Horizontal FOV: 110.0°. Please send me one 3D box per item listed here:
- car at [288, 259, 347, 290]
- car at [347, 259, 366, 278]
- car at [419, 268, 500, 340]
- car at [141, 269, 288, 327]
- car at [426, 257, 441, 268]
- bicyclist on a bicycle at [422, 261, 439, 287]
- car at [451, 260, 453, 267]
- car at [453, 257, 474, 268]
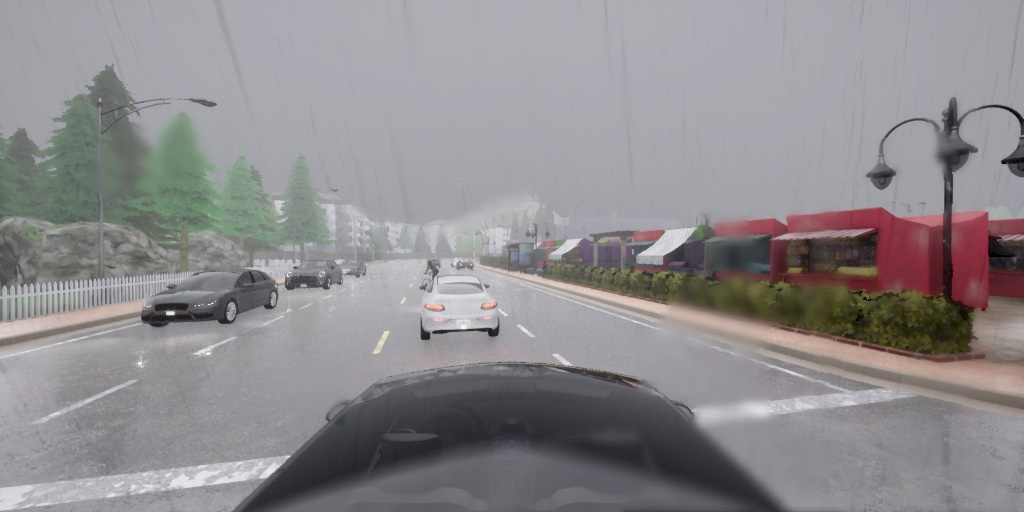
[{"bbox_3d":[-11.490,0.966,21.073,2.097,1.767,4.553,0,0,-13],"label":"car"},{"bbox_3d":[-13.734,1.034,30.684,2.128,1.511,4.902,0,0,-13],"label":"car"},{"bbox_3d":[-1.521,1.225,9.807,1.812,1.442,4.674,0,0,-13],"label":"car"},{"bbox_3d":[-9.241,1.190,11.483,1.837,1.490,4.892,0,0,-13],"label":"car"},{"bbox_3d":[-11.096,0.898,50.810,1.837,1.490,4.892,0,0,-13],"label":"car"},{"bbox_3d":[-4.401,1.078,19.642,0.582,1.620,1.656,0,1,25],"label":"bicyclist on a bicycle"},{"bbox_3d":[-7.890,0.906,52.647,1.812,1.442,4.674,0,0,-13],"label":"car"},{"bbox_3d":[-5.830,1.048,43.775,1.895,1.301,4.718,0,0,-13],"label":"car"}]
